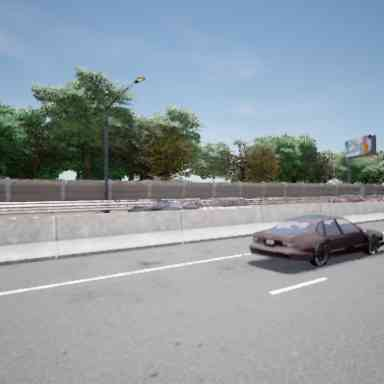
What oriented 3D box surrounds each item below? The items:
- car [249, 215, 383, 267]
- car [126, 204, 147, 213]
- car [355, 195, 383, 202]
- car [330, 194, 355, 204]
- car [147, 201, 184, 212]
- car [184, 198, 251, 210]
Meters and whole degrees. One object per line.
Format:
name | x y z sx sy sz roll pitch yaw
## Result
car | 4.320 1.482 11.122 5.357 1.411 2.033 0 0 -35
car | -2.787 1.458 27.802 5.357 1.411 2.033 0 0 -36
car | 23.168 1.113 41.914 4.553 1.767 2.097 0 0 -35
car | 20.421 1.112 44.277 4.553 1.767 2.097 0 0 -35
car | -0.512 1.400 25.124 4.902 1.511 2.128 0 0 -35
car | 2.067 1.257 22.666 4.553 1.767 2.097 0 0 -35
